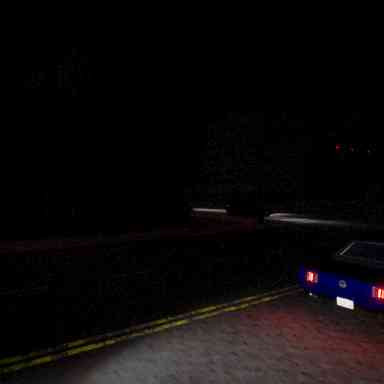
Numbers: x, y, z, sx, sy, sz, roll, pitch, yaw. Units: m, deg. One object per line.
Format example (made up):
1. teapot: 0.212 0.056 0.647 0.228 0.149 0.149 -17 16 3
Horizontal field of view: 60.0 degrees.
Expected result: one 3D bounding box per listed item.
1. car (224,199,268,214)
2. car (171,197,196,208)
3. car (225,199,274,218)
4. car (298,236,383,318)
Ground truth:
1. car: 5.787 1.505 36.276 1.837 1.490 4.892 0 0 -36
2. car: -1.434 1.491 46.371 2.128 1.511 4.902 0 0 -36
3. car: 5.305 1.601 30.949 1.895 1.301 4.718 0 0 -36
4. car: 4.427 1.601 6.925 4.718 1.301 1.895 0 0 -35
